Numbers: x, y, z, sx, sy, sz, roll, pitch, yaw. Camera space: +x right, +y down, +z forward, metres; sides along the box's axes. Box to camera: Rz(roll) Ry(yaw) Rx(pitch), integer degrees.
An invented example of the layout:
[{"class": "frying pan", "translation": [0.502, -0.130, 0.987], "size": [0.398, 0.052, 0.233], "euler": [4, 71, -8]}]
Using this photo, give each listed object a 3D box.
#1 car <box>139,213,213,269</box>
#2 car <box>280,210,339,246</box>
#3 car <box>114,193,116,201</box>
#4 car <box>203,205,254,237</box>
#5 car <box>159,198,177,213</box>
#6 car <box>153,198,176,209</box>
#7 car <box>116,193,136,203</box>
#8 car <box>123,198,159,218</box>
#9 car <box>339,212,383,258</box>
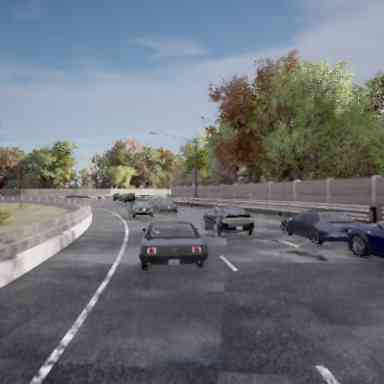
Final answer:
[{"class": "car", "translation": [-0.720, 1.595, 11.148], "size": [1.895, 1.301, 4.718], "euler": [0, 0, -6]}, {"class": "car", "translation": [5.817, 1.515, 15.187], "size": [2.033, 1.411, 5.357], "euler": [0, 0, -7]}, {"class": "car", "translation": [-18.268, 1.230, 83.978], "size": [2.150, 2.045, 5.566], "euler": [0, 0, -1]}, {"class": "car", "translation": [1.818, 1.472, 17.905], "size": [2.128, 1.511, 4.902], "euler": [0, 0, -10]}, {"class": "car", "translation": [-3.038, 1.549, 36.017], "size": [1.994, 1.385, 4.181], "euler": [0, 0, -20]}, {"class": "car", "translation": [-3.918, 1.544, 47.091], "size": [1.994, 1.385, 4.181], "euler": [0, 0, -24]}, {"class": "car", "translation": [-12.679, 1.219, 65.467], "size": [2.150, 2.045, 5.566], "euler": [0, 0, -25]}, {"class": "car", "translation": [-4.752, 1.542, 30.353], "size": [2.033, 1.411, 5.357], "euler": [0, 0, -17]}, {"class": "car", "translation": [6.859, 1.321, 9.988], "size": [2.097, 1.767, 4.553], "euler": [0, 0, -11]}]
